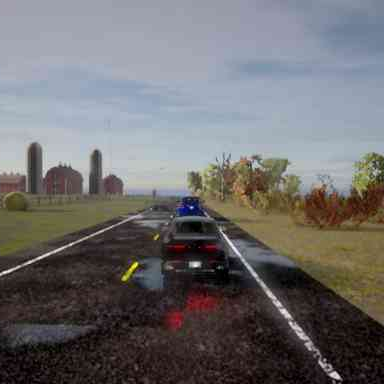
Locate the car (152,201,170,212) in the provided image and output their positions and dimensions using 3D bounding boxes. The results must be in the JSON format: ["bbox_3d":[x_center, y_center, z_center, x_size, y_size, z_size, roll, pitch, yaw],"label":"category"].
[{"bbox_3d":[-3.826,1.762,41.462,1.895,1.301,4.718,0,0,-1],"label":"car"}]

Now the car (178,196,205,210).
[{"bbox_3d":[-0.065,1.333,29.092,2.150,2.045,5.566,0,0,-1],"label":"car"}]

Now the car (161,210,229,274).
[{"bbox_3d":[0.069,1.545,10.680,1.837,1.490,4.892,0,0,0],"label":"car"}]
